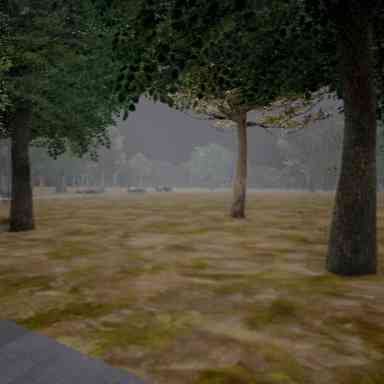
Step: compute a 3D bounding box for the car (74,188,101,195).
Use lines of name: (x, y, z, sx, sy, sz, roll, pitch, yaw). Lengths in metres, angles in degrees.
car: (-19.065, -0.092, 60.601, 1.895, 1.301, 4.718, 0, 1, 34)

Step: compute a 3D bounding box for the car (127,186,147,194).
car: (-11.043, -0.393, 66.858, 1.812, 1.442, 4.674, 0, 0, 36)

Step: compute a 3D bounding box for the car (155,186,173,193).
car: (-6.190, -0.653, 73.838, 1.837, 1.490, 4.892, 0, 1, 35)
